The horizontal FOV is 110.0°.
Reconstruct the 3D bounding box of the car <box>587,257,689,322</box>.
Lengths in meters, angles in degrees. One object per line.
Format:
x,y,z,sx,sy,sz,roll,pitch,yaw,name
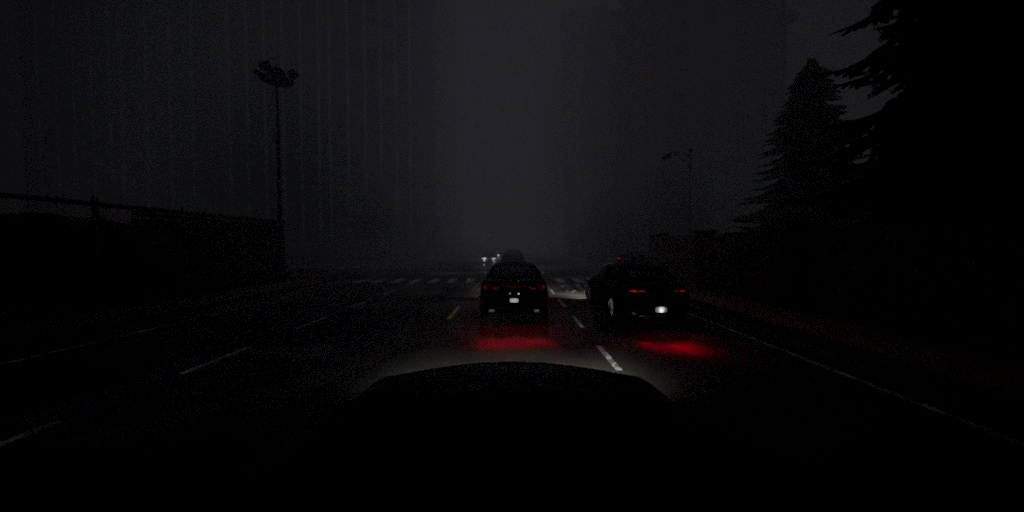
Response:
3.567,0.955,10.940,1.837,1.490,4.892,0,2,0,car

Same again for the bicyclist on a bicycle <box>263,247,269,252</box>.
-29.167,-0.321,42.265,0.582,1.620,1.656,0,2,0,bicyclist on a bicycle

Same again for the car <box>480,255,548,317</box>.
0.071,0.905,11.635,1.882,1.535,5.008,0,2,0,car

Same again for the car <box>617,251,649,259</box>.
10.112,0.375,26.685,4.902,1.511,2.128,0,1,-15,car

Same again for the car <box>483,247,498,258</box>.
-3.557,-0.504,56.569,1.812,1.442,4.674,0,2,0,car

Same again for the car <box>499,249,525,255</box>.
0.088,0.205,31.656,1.882,1.535,5.008,0,2,0,car
